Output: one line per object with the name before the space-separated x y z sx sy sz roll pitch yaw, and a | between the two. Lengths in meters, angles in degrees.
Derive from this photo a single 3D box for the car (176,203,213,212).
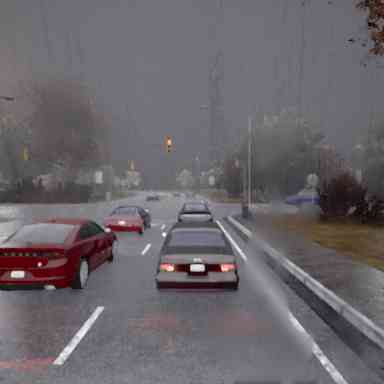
car | 0.150 1.355 18.676 2.128 1.511 4.902 0 1 -1

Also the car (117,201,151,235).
car | -3.379 1.434 18.047 1.994 1.385 4.181 0 1 0

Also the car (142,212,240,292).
car | 0.110 1.504 8.984 2.033 1.411 5.357 0 0 0

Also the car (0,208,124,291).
car | -3.387 1.434 8.954 1.882 1.535 5.008 0 0 0

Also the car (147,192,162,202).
car | -6.998 0.924 60.062 1.882 1.535 5.008 0 0 0

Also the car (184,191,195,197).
car | -0.394 0.601 86.241 2.128 1.511 4.902 0 1 -4

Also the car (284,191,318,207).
car | 14.842 0.837 43.305 5.566 2.045 2.150 0 1 -4

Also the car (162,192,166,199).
car | -7.030 0.730 75.550 1.882 1.535 5.008 0 1 -1

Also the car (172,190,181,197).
car | -3.895 0.673 86.160 1.895 1.301 4.718 0 1 -4
